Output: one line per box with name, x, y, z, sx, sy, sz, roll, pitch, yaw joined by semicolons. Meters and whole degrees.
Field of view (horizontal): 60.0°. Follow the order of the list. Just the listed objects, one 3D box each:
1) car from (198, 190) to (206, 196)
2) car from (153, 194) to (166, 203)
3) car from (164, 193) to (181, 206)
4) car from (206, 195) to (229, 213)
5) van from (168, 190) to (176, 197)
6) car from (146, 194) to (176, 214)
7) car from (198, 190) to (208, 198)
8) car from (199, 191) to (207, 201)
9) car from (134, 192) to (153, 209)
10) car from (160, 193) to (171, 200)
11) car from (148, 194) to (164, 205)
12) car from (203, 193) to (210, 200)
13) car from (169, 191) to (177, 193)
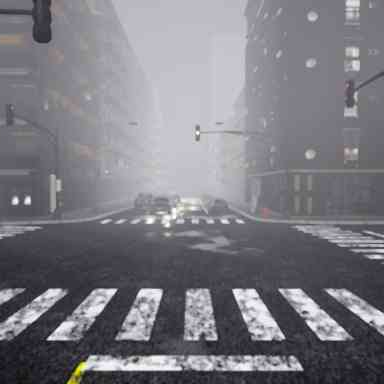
car;2.669;0.811;76.383;1.802;1.307;4.206;-1;1;0
car;-5.245;1.036;54.293;1.802;1.307;4.206;-1;1;0
car;-2.778;1.190;40.912;1.895;1.301;4.718;0;1;0
car;2.602;1.260;32.072;1.802;1.307;4.206;-1;1;0
van;-5.198;0.455;87.512;1.690;1.788;3.998;-1;1;0
car;-2.796;1.196;30.811;1.837;1.490;4.892;0;1;0
car;2.674;0.486;81.920;2.192;1.841;5.009;-1;1;0
car;2.643;0.943;59.766;1.887;1.381;4.507;-1;1;0
car;-5.273;0.937;37.679;2.192;1.841;5.009;-1;1;0
car;-5.228;0.924;65.366;1.802;1.307;4.206;-1;1;0
car;-5.254;1.037;48.585;1.752;1.417;4.829;-1;1;0
car;2.610;1.173;37.610;2.008;1.369;4.403;-1;1;0
car;-2.697;1.029;51.561;2.033;1.411;5.357;0;1;1
